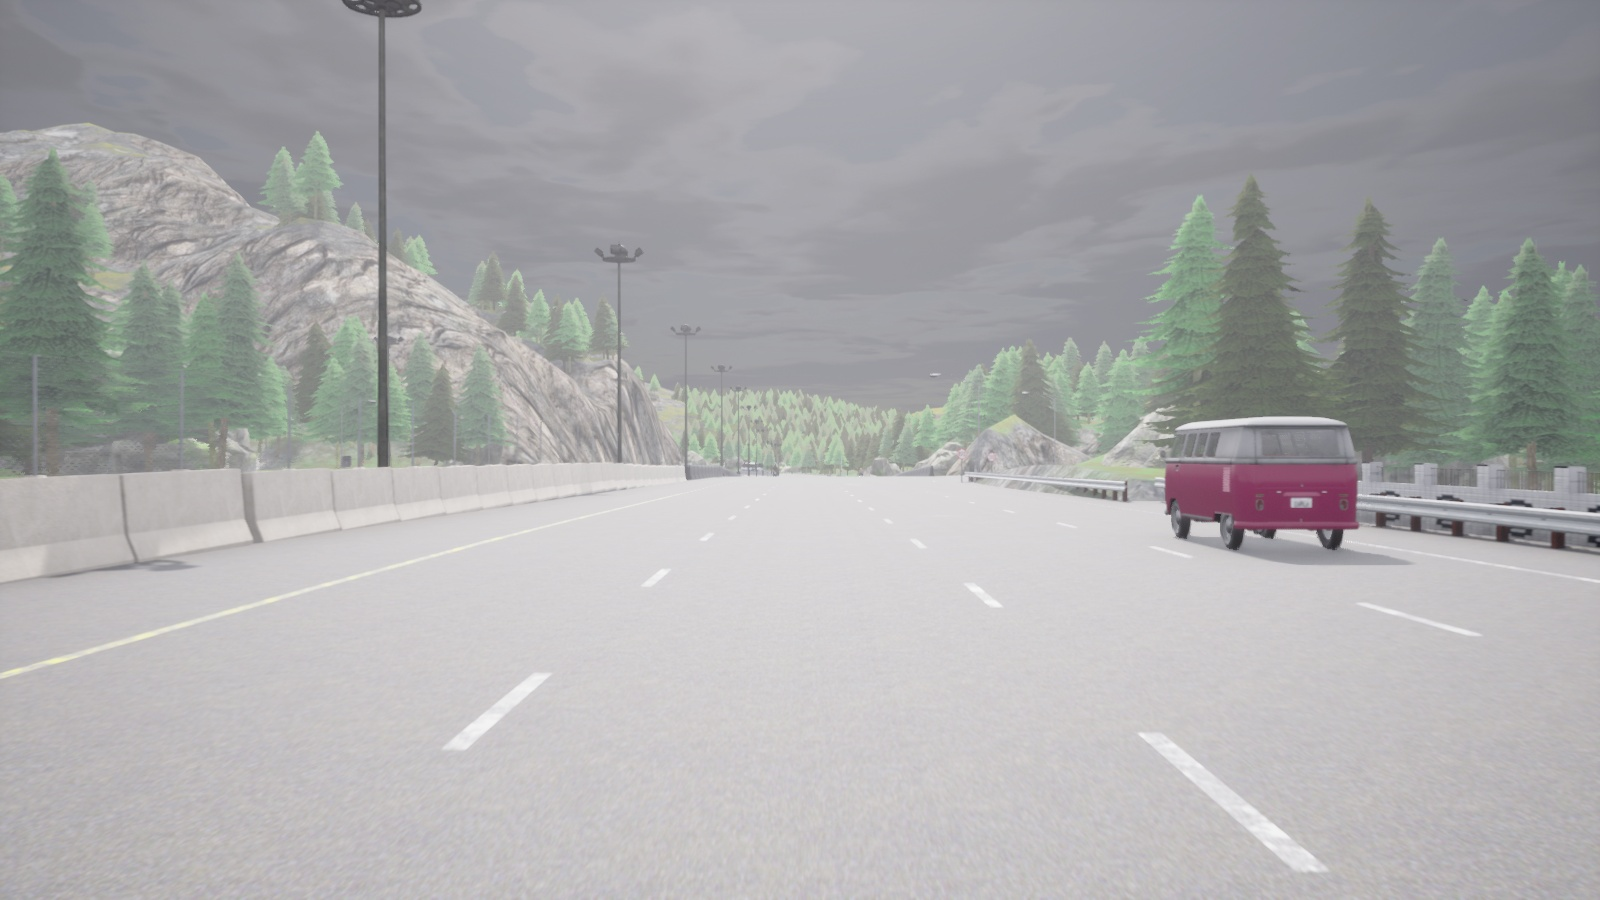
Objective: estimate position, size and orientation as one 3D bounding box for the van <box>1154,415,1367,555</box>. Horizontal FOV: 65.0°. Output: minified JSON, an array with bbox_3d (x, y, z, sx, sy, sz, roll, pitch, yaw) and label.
[{"bbox_3d":[7.129,0.503,19.954,1.775,1.987,4.442,0,0,0],"label":"van"}]
